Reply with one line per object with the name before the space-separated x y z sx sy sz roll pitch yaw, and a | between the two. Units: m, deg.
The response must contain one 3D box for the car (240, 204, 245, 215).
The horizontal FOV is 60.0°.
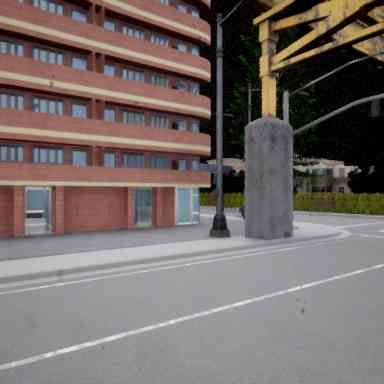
car | 6.205 1.523 29.361 1.812 1.442 4.674 0 0 -36
